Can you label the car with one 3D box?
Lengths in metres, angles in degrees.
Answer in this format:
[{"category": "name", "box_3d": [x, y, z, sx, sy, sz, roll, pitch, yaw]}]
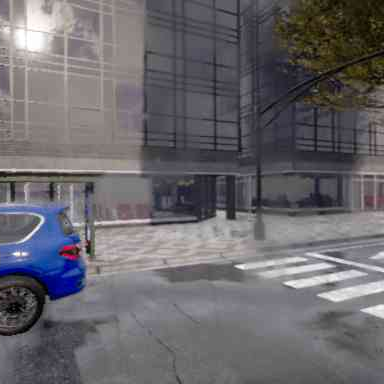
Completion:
[{"category": "car", "box_3d": [-4.636, 1.253, 5.454, 5.566, 2.045, 2.150, -1, 0, -26]}]
